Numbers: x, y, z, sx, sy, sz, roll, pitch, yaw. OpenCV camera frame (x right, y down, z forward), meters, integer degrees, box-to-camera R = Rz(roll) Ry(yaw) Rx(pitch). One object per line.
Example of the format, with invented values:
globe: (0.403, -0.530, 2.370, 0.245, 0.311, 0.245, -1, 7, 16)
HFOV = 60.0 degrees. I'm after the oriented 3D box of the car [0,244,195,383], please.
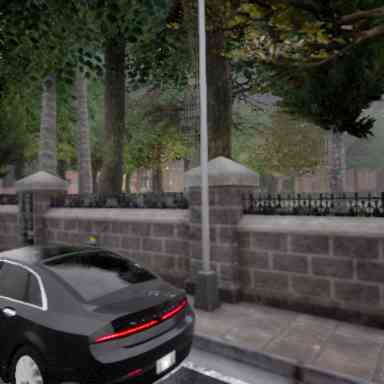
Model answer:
car: (-2.246, 1.544, 4.879, 4.892, 1.490, 1.837, -1, 0, 35)
